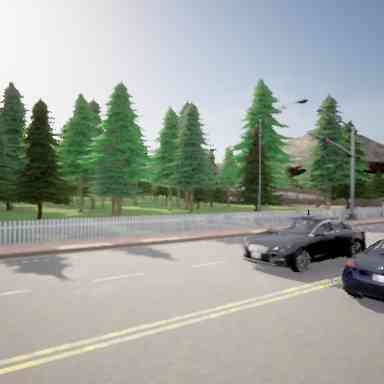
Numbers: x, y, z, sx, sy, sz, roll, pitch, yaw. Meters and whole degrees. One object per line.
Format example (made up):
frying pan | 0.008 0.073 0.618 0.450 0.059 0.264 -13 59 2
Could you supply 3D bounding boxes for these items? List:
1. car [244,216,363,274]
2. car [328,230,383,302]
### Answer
car | 3.845 1.585 11.033 4.902 1.511 2.128 1 0 -35
car | 5.257 1.647 7.507 4.181 1.385 1.994 1 0 -35
